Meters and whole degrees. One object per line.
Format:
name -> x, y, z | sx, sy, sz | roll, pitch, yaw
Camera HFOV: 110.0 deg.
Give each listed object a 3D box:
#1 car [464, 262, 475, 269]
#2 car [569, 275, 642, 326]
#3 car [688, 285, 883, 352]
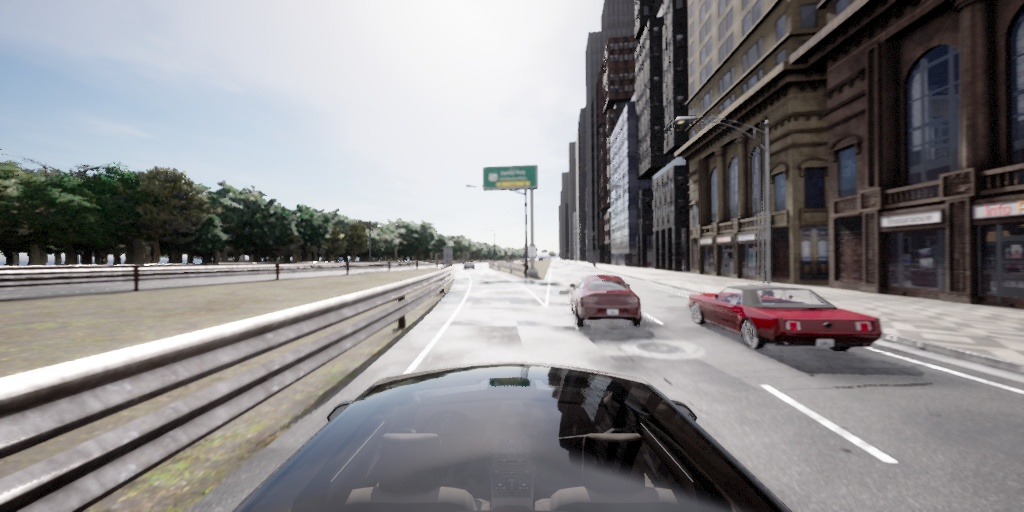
car -> -7.626, 1.668, 63.980 | 1.895, 1.301, 4.718 | -1, 0, -9
car -> 2.919, 1.330, 11.769 | 1.812, 1.442, 4.674 | -1, 0, 6
car -> 6.124, 1.357, 8.936 | 1.895, 1.301, 4.718 | -1, 0, 6
